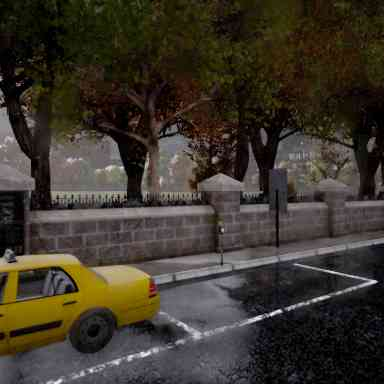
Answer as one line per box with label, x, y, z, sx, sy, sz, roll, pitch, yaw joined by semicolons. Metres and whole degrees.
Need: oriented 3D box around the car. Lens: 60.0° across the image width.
car;-2.794;1.525;4.566;4.829;1.417;1.752;0;0;-35
